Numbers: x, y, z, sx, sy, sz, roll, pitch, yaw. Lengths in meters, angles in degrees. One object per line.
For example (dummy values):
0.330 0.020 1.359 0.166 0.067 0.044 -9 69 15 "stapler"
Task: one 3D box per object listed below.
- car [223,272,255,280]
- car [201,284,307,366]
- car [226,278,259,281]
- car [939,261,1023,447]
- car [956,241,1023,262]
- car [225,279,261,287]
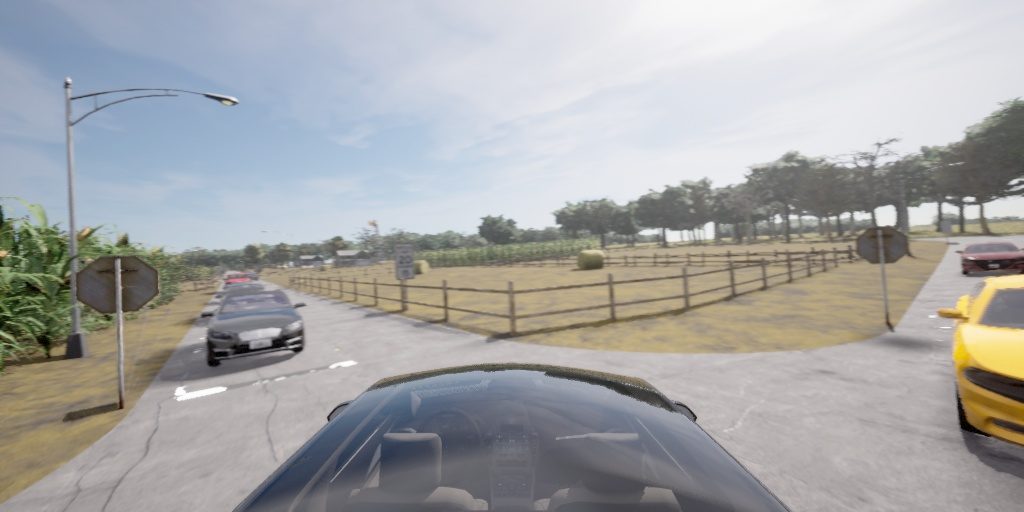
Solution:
-29.263 2.829 38.306 2.150 2.045 5.566 -2 -1 -38 "car"
-6.767 1.678 9.501 2.128 1.511 4.902 -2 -1 -37 "car"
-19.379 2.561 25.613 1.994 1.385 4.181 -2 -1 -38 "car"
6.434 0.951 4.019 5.008 1.535 1.882 -2 -2 -38 "car"
23.470 0.034 17.587 5.008 1.535 1.882 -3 -1 -39 "car"
-12.360 2.058 16.678 1.837 1.490 4.892 -2 0 -38 "car"
